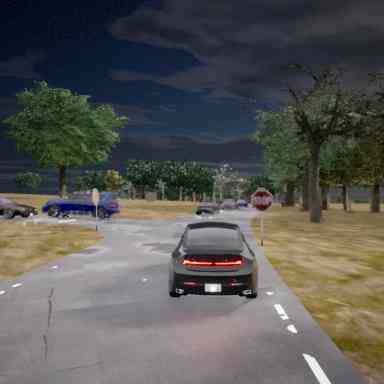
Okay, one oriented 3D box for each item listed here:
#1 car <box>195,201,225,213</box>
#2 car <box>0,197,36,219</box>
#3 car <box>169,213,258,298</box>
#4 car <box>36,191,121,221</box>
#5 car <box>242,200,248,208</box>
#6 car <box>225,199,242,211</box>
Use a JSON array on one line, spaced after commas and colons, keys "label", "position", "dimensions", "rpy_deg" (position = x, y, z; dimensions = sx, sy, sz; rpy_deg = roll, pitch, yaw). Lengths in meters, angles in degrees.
[{"label": "car", "position": [1.814, 1.799, 36.173], "dimensions": [2.033, 1.411, 5.357], "rpy_deg": [0, -1, 15]}, {"label": "car", "position": [-13.378, 1.010, 22.651], "dimensions": [5.357, 1.411, 2.033], "rpy_deg": [2, -1, 8]}, {"label": "car", "position": [0.529, 1.511, 8.513], "dimensions": [1.837, 1.490, 4.892], "rpy_deg": [0, 0, 3]}, {"label": "car", "position": [-8.100, 0.958, 24.799], "dimensions": [5.566, 2.045, 2.150], "rpy_deg": [3, 0, 1]}, {"label": "car", "position": [9.560, 2.189, 63.390], "dimensions": [1.882, 1.535, 5.008], "rpy_deg": [0, -1, 15]}, {"label": "car", "position": [5.664, 1.823, 49.573], "dimensions": [2.097, 1.767, 4.553], "rpy_deg": [0, -1, 17]}]
